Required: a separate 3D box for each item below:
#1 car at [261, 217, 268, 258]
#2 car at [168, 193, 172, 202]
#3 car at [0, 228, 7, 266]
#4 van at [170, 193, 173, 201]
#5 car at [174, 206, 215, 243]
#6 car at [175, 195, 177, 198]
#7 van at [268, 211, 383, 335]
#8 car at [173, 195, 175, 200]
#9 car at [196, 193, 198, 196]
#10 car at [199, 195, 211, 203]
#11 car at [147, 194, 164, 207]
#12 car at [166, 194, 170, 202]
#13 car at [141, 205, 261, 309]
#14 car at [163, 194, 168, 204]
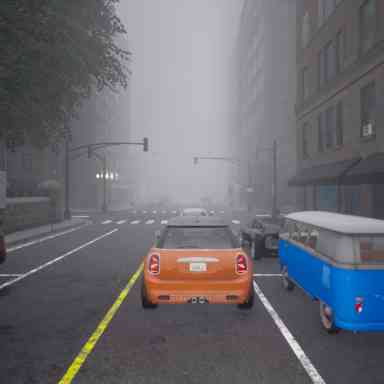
[{"bbox_3d":[2.857,1.563,12.141,1.947,1.339,4.313,0,0,0],"label":"car"},{"bbox_3d":[-5.666,1.514,66.482,1.887,1.381,4.507,0,0,0],"label":"car"},{"bbox_3d":[-5.668,1.314,6.441,2.192,1.841,5.009,0,0,0],"label":"car"},{"bbox_3d":[-5.666,1.311,71.933,1.690,1.788,3.998,0,0,0],"label":"van"},{"bbox_3d":[0.102,1.520,17.036,1.812,1.442,4.674,0,0,0],"label":"car"},{"bbox_3d":[-5.666,1.289,82.835,2.192,1.841,5.009,0,0,0],"label":"car"},{"bbox_3d":[2.856,1.340,6.481,1.690,1.788,3.998,0,0,0],"label":"van"},{"bbox_3d":[-5.666,1.522,77.384,2.008,1.369,4.403,0,0,0],"label":"car"},{"bbox_3d":[2.860,1.506,93.930,1.752,1.417,4.829,0,0,0],"label":"car"},{"bbox_3d":[2.858,1.409,66.518,1.967,1.590,4.097,0,0,0],"label":"car"},{"bbox_3d":[-5.667,1.497,49.960,1.752,1.417,4.829,0,0,0],"label":"car"},{"bbox_3d":[-5.666,1.514,61.032,1.887,1.381,4.507,0,0,0],"label":"car"},{"bbox_3d":[0.103,1.351,8.035,2.097,1.767,4.553,0,0,0],"label":"car"},{"bbox_3d":[-5.666,1.521,55.580,2.008,1.369,4.403,0,0,0],"label":"car"}]
